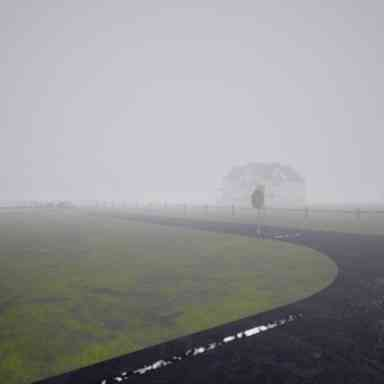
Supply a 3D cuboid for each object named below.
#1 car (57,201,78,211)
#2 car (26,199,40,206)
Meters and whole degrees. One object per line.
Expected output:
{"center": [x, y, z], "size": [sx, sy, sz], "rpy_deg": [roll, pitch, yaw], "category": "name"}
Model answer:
{"center": [-18.824, 2.085, 49.945], "size": [2.033, 1.411, 5.357], "rpy_deg": [1, -2, -36], "category": "car"}
{"center": [-38.725, 2.627, 81.823], "size": [1.994, 1.385, 4.181], "rpy_deg": [1, -2, -36], "category": "car"}
